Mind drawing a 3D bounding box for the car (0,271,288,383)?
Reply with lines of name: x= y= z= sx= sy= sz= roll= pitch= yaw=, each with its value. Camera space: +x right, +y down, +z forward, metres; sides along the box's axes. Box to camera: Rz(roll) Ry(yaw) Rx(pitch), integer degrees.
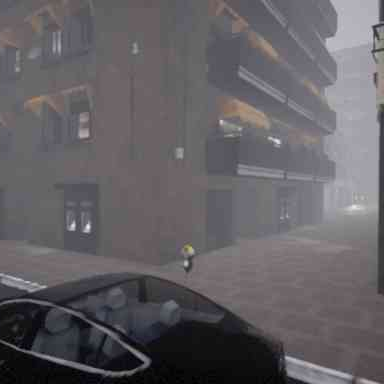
car: x=-1.162 y=1.570 z=3.533 sx=4.313 sy=1.339 sz=1.947 roll=0 pitch=1 yaw=35
